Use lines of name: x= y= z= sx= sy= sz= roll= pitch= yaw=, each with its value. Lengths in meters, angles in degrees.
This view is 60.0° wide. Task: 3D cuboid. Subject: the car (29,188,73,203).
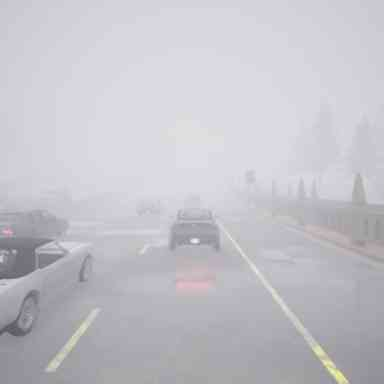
car: x=-14.089 y=0.639 z=34.202 sx=2.150 sy=2.045 sz=5.566 roll=0 pitch=3 yaw=0

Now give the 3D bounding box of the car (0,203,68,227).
car: x=-6.903 y=1.393 z=13.839 sx=2.033 sy=1.411 sz=5.357 roll=0 pitch=1 yaw=0

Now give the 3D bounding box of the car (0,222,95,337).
car: x=-3.402 y=1.528 z=6.451 sx=1.895 sy=1.301 sz=4.718 roll=0 pitch=1 yaw=0

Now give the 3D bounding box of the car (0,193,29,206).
car: x=-17.589 y=0.982 z=34.175 sx=1.994 sy=1.385 sz=4.181 roll=0 pitch=3 yaw=0

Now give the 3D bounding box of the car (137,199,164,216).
car: x=-3.406 y=1.255 z=28.249 sx=1.895 sy=1.301 sz=4.718 roll=0 pitch=2 yaw=0

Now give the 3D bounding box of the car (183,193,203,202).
car: x=0.093 y=0.889 z=34.858 sx=1.837 sy=1.490 sz=4.892 roll=0 pitch=3 yaw=0

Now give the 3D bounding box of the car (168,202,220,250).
car: x=0.097 y=1.354 z=13.485 sx=1.837 sy=1.490 sz=4.892 roll=0 pitch=1 yaw=0
